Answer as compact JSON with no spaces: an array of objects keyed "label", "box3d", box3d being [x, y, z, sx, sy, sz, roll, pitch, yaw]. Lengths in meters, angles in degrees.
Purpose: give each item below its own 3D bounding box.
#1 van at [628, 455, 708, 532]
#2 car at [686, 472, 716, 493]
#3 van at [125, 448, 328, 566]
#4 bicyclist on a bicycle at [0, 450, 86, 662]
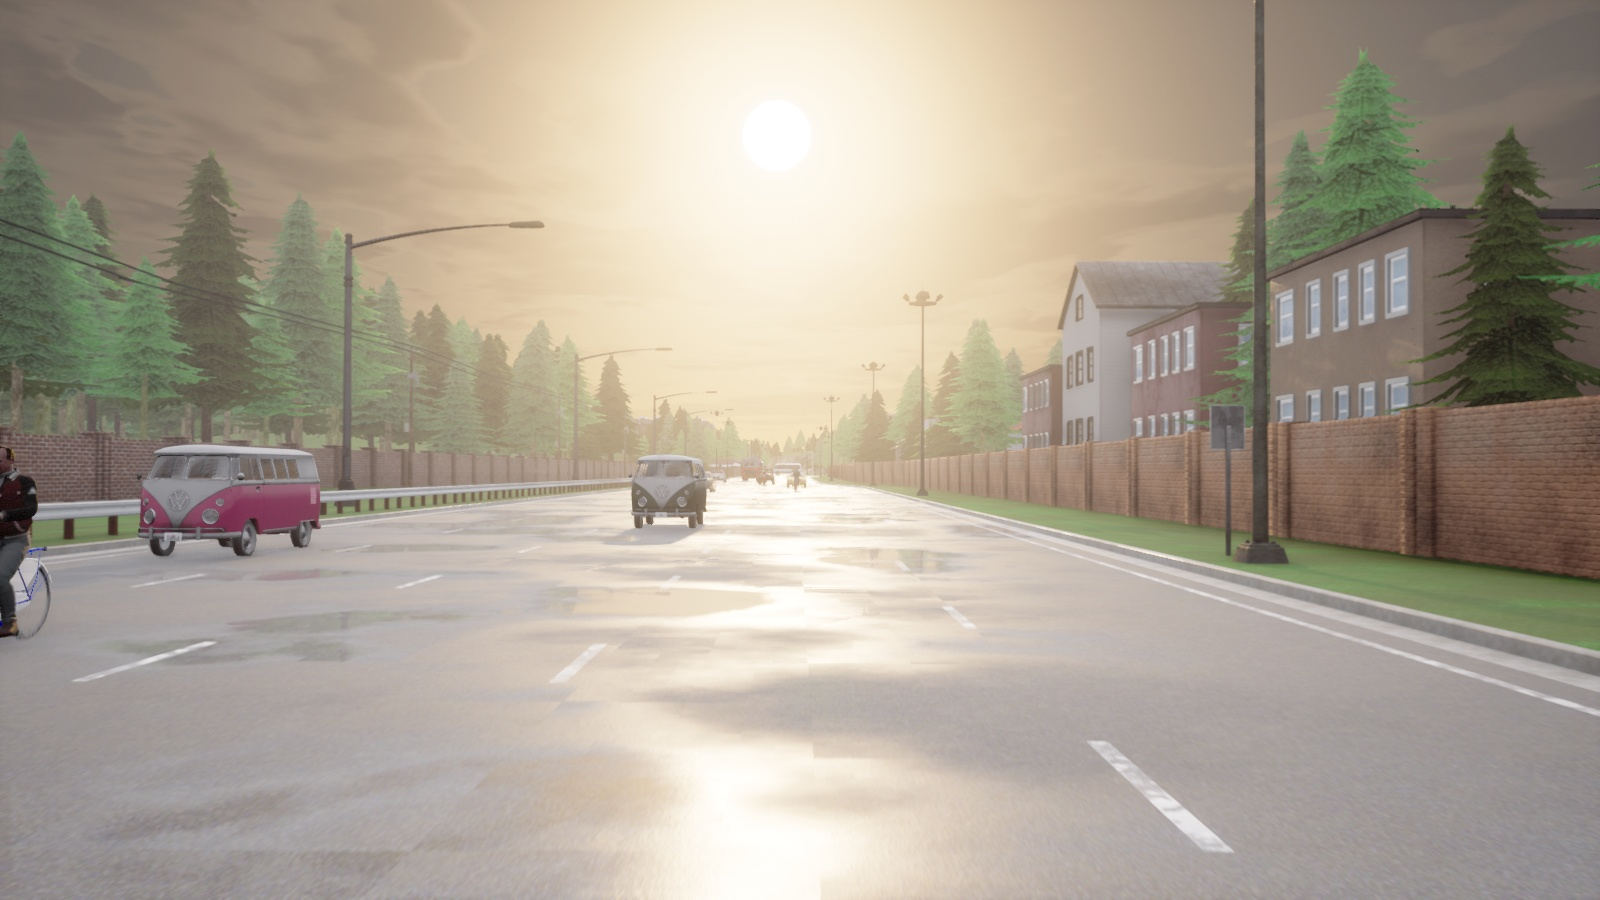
[{"label":"van","box3d":[-3.587,1.165,34.847,1.775,1.987,4.442,0,-1,0]},{"label":"car","box3d":[-7.228,2.393,92.294,1.837,1.490,4.892,0,-1,0]},{"label":"van","box3d":[-10.559,1.003,23.505,1.775,1.987,4.442,0,-1,0]},{"label":"bicyclist on a bicycle","box3d":[-7.028,0.895,10.856,0.659,1.776,1.843,0,-1,0]}]
